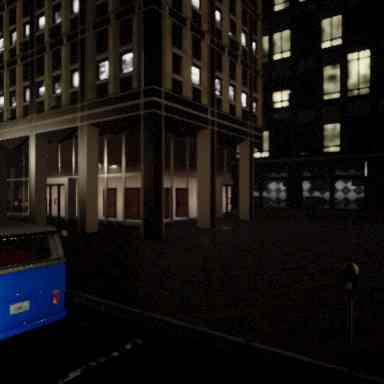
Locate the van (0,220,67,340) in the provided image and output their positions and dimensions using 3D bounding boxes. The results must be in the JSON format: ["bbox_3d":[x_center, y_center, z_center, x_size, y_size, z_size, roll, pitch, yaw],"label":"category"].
[{"bbox_3d":[-3.853,1.339,5.619,3.998,1.788,1.690,0,0,35],"label":"van"}]
